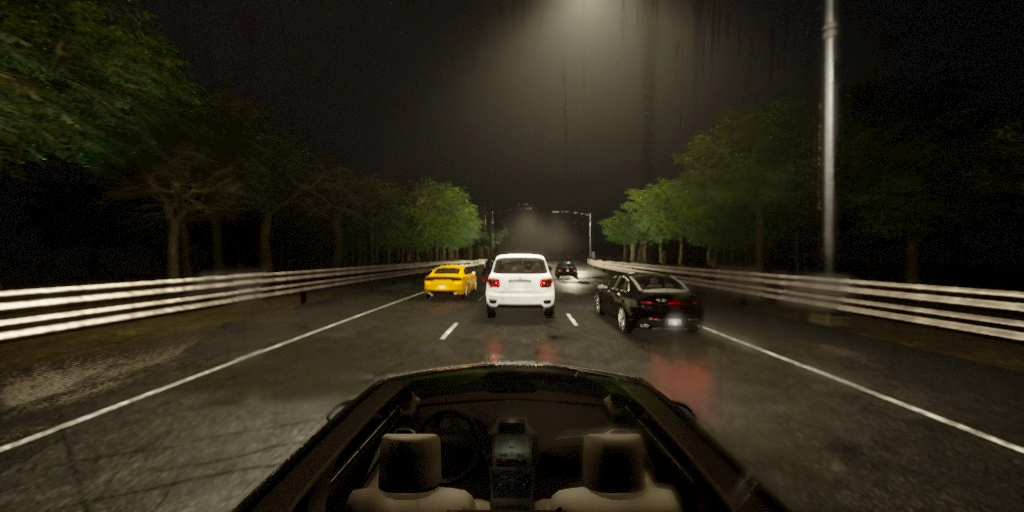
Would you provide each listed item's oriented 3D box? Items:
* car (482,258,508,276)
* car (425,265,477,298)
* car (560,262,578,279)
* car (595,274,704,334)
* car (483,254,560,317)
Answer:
[{"bbox_3d":[-1.706,1.069,37.299,2.097,1.767,4.553,0,0,5],"label":"car"},{"bbox_3d":[-2.984,1.212,18.299,1.882,1.535,5.008,0,0,2],"label":"car"},{"bbox_3d":[4.907,1.277,32.711,2.033,1.411,5.357,0,0,5],"label":"car"},{"bbox_3d":[3.754,1.252,10.566,1.837,1.490,4.892,0,0,1],"label":"car"},{"bbox_3d":[0.319,0.963,13.208,2.150,2.045,5.566,0,0,2],"label":"car"}]
